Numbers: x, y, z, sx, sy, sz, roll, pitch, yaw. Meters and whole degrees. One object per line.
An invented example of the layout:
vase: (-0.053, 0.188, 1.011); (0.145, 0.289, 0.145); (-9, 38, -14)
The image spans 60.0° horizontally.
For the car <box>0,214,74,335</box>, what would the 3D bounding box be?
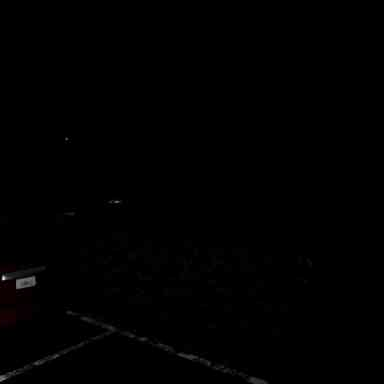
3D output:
car: (-4.187, 1.316, 5.942); (5.009, 1.841, 2.192); (0, -1, 36)
